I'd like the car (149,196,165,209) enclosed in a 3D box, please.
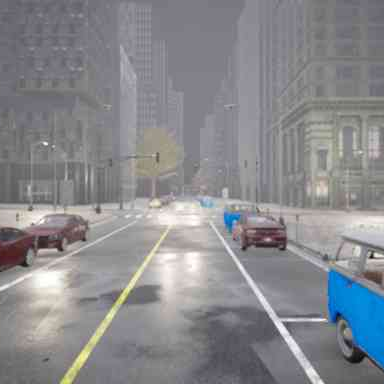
[{"bbox_3d":[-5.783,1.832,52.344,1.752,1.417,4.829,0,0,0],"label":"car"}]

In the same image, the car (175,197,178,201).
[{"bbox_3d":[-5.790,2.154,94.826,1.947,1.339,4.313,0,0,0],"label":"car"}]

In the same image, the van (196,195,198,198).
[{"bbox_3d":[2.737,1.899,90.394,1.690,1.788,3.998,0,0,0],"label":"van"}]

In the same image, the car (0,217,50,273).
[{"bbox_3d":[-5.779,1.594,8.896,1.887,1.381,4.507,0,0,0],"label":"car"}]

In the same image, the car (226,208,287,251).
[{"bbox_3d":[2.773,1.625,14.406,1.887,1.381,4.507,0,0,0],"label":"car"}]

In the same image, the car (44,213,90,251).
[{"bbox_3d":[-5.782,1.625,14.421,1.887,1.381,4.507,0,0,0],"label":"car"}]

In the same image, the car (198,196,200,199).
[{"bbox_3d":[2.743,1.956,68.740,1.887,1.381,4.507,0,0,0],"label":"car"}]

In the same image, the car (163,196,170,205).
[{"bbox_3d":[-5.780,1.919,63.094,1.887,1.381,4.507,0,0,0],"label":"car"}]

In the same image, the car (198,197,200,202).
[{"bbox_3d":[2.745,1.942,63.327,1.947,1.339,4.313,0,0,0],"label":"car"}]

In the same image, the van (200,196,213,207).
[{"bbox_3d":[2.747,1.682,57.916,1.690,1.788,3.998,0,0,0],"label":"van"}]

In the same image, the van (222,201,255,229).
[{"bbox_3d":[2.773,1.452,19.932,1.690,1.788,3.998,0,0,0],"label":"van"}]

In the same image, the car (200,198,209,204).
[{"bbox_3d":[2.741,2.029,74.154,1.802,1.307,4.206,0,0,0],"label":"car"}]

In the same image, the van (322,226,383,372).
[{"bbox_3d":[2.775,1.360,3.357,1.690,1.788,3.998,0,0,0],"label":"van"}]

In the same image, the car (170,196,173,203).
[{"bbox_3d":[-5.781,1.724,68.384,2.192,1.841,5.009,0,0,0],"label":"car"}]
